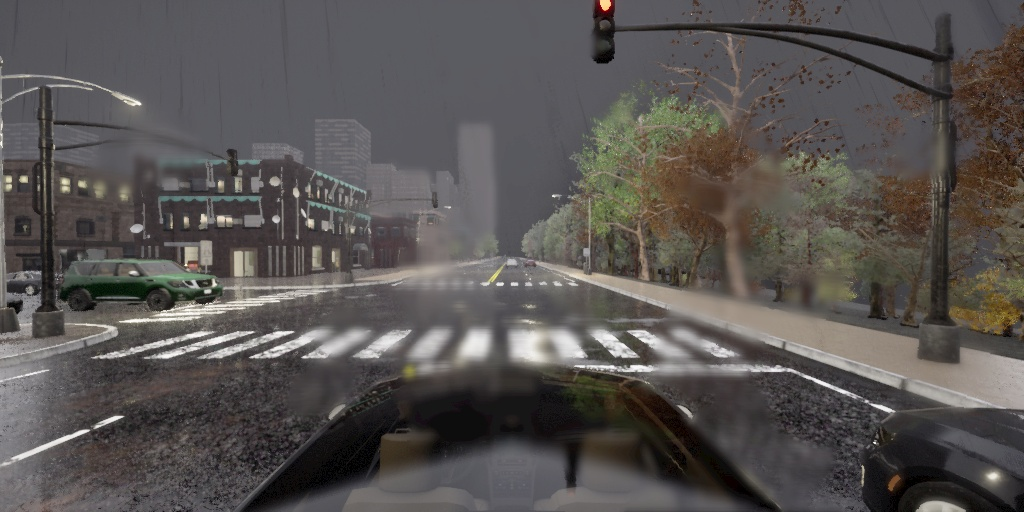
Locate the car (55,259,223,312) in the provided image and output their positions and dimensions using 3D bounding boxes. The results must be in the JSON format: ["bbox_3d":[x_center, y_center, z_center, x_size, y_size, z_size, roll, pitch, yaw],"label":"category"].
[{"bbox_3d":[-15.359,1.141,14.977,5.566,2.045,2.150,-1,1,3],"label":"car"}]

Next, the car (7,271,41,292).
[{"bbox_3d":[-28.320,1.559,20.954,4.403,1.370,2.007,0,0,0],"label":"car"}]

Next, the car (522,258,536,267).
[{"bbox_3d":[3.224,1.251,63.392,1.812,1.442,4.674,0,0,0],"label":"car"}]

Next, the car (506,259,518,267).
[{"bbox_3d":[-0.029,1.251,63.289,1.812,1.442,4.674,0,0,0],"label":"car"}]

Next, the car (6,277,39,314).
[{"bbox_3d":[-19.969,1.565,12.459,4.313,1.339,1.948,0,0,0],"label":"car"}]

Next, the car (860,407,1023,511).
[{"bbox_3d":[3.352,1.255,0.459,1.837,1.490,4.892,0,0,0],"label":"car"}]
